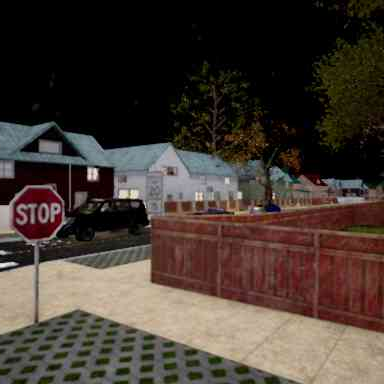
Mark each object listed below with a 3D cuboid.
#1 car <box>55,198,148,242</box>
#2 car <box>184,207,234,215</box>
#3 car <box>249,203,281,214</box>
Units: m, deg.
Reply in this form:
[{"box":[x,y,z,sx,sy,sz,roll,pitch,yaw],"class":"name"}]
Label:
[{"box":[-4.769,1.347,17.722,2.150,2.045,5.566,0,-1,36],"class":"car"},{"box":[1.367,1.825,25.910,1.895,1.301,4.718,0,0,37],"class":"car"},{"box":[7.589,1.848,34.161,1.812,1.442,4.674,0,0,37],"class":"car"}]
